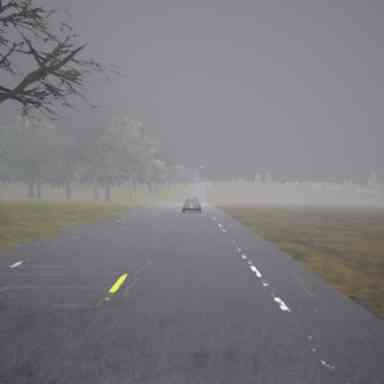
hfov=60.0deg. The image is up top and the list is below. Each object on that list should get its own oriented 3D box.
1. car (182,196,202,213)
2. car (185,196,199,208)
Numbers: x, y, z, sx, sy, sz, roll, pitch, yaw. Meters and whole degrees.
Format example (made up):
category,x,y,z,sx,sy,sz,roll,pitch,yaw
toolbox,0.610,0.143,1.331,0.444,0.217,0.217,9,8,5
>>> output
category,x,y,z,sx,sy,sz,roll,pitch,yaw
car,-0.006,1.388,34.664,1.994,1.385,4.181,0,0,0
car,0.027,1.400,48.037,1.837,1.490,4.892,0,0,1
